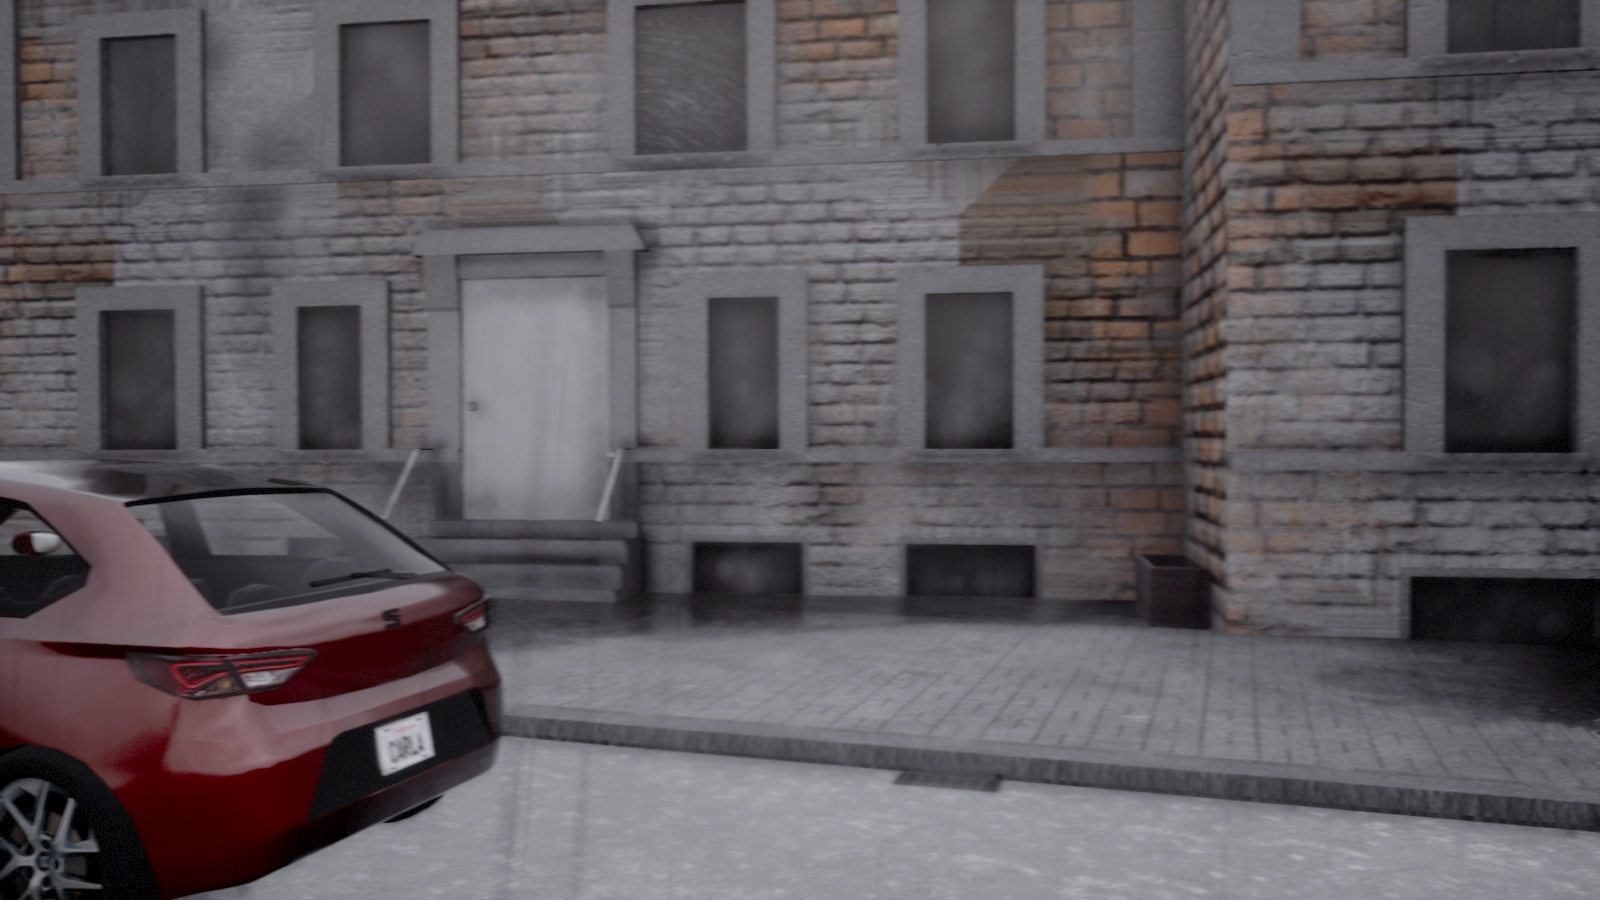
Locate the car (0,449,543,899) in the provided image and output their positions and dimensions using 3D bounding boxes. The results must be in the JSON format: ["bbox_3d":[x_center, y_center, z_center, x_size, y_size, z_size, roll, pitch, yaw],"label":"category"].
[{"bbox_3d":[-3.309,0.750,4.848,4.193,1.474,1.816,0,1,19],"label":"car"}]
